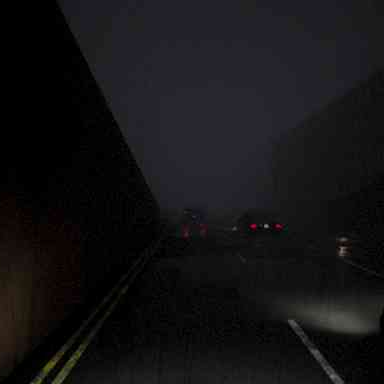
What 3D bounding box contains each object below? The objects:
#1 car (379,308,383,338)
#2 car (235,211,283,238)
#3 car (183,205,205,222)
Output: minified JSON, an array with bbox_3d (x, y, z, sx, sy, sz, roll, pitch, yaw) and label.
[{"bbox_3d":[3.601,1.562,2.838,1.812,1.442,4.674,0,-1,0],"label":"car"},{"bbox_3d":[3.661,1.754,18.864,2.033,1.411,5.357,0,-1,0],"label":"car"},{"bbox_3d":[0.200,1.844,29.572,1.812,1.442,4.674,0,0,0],"label":"car"}]
